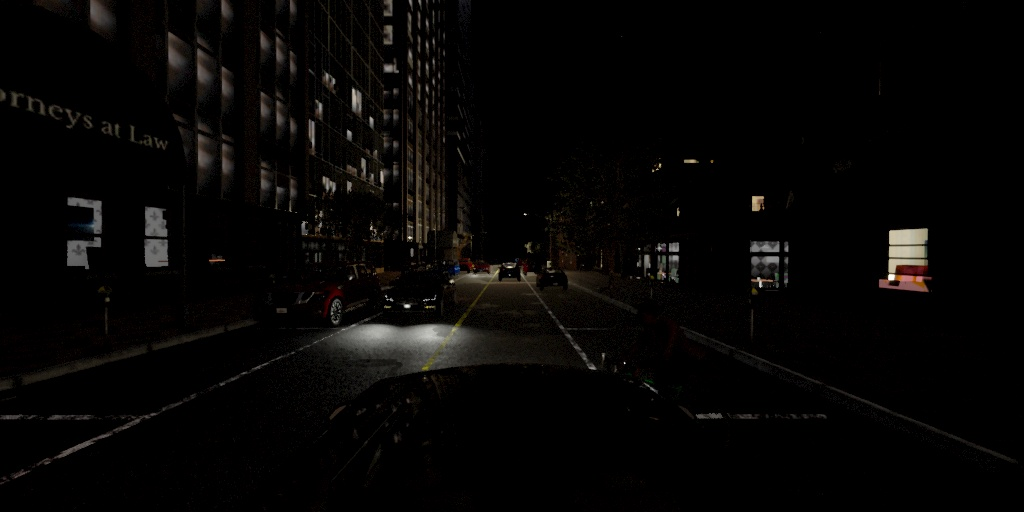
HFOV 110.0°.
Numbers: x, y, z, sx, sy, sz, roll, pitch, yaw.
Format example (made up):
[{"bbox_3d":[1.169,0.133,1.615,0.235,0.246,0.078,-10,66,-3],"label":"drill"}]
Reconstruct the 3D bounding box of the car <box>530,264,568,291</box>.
[{"bbox_3d":[2.484,1.389,22.792,2.007,1.370,4.403,0,0,-1],"label":"car"}]

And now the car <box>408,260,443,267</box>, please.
[{"bbox_3d":[-5.920,1.248,22.720,1.967,1.591,4.097,0,0,-1],"label":"car"}]

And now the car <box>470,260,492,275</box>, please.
[{"bbox_3d":[-3.523,1.411,42.381,1.812,1.442,4.674,0,0,-1],"label":"car"}]

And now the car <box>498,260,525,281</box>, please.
[{"bbox_3d":[-0.211,1.351,31.688,2.128,1.511,4.902,0,0,0],"label":"car"}]

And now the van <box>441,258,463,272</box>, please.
[{"bbox_3d":[-6.034,1.190,34.516,1.690,1.789,3.998,0,0,-1],"label":"van"}]

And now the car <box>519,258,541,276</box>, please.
[{"bbox_3d":[2.287,1.213,40.130,2.192,1.841,5.009,0,0,-1],"label":"car"}]

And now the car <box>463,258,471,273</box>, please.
[{"bbox_3d":[-6.152,1.202,45.585,2.192,1.841,5.009,0,0,-1],"label":"car"}]

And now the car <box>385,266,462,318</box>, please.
[{"bbox_3d":[-3.208,1.290,13.322,1.837,1.490,4.892,0,0,-1],"label":"car"}]

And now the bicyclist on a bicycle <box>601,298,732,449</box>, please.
[{"bbox_3d":[1.417,1.252,3.522,1.656,1.620,0.582,5,-1,-4],"label":"bicyclist on a bicycle"}]

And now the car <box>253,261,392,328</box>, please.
[{"bbox_3d":[-5.892,1.084,11.650,2.192,1.841,5.009,0,0,-1],"label":"car"}]
